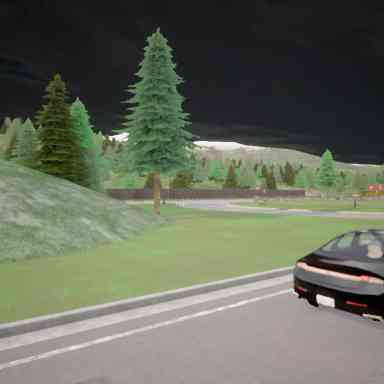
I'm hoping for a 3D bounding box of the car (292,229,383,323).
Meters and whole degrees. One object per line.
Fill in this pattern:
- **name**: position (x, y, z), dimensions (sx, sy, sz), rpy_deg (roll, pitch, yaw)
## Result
- **car**: position (4.071, 1.492, 6.631), dimensions (4.902, 1.511, 2.128), rpy_deg (0, 0, -35)
